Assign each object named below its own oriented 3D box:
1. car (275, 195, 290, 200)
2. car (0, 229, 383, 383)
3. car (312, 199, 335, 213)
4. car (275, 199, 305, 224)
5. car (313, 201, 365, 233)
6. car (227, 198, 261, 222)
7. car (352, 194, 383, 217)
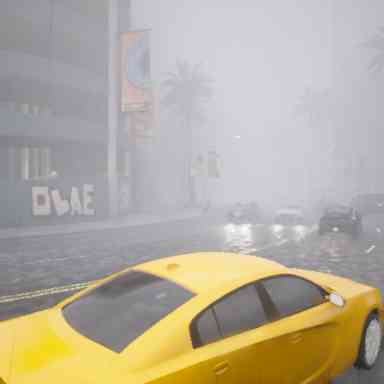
[{"bbox_3d":[18.161,1.437,67.071,2.231,1.521,4.892,0,0,-4],"label":"car"},{"bbox_3d":[0.443,1.475,3.856,5.008,1.535,1.882,0,0,-40],"label":"car"},{"bbox_3d":[13.131,1.488,32.687,1.837,1.490,4.892,0,1,8],"label":"car"},{"bbox_3d":[7.366,1.510,24.710,1.812,1.442,4.674,0,0,23],"label":"car"},{"bbox_3d":[8.056,1.497,17.984,1.837,1.490,4.892,0,1,29],"label":"car"},{"bbox_3d":[4.193,1.474,26.155,2.128,1.511,4.902,0,0,22],"label":"car"},{"bbox_3d":[16.470,1.209,31.082,2.150,2.045,5.566,0,0,9],"label":"car"}]
